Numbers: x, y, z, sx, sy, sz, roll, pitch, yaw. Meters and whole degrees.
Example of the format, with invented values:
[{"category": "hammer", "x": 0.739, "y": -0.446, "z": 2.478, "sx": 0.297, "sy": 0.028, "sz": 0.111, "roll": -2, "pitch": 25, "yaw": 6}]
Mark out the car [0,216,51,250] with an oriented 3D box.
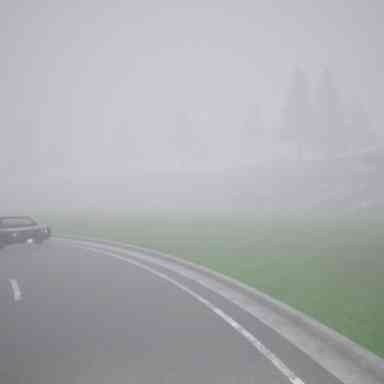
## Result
[{"category": "car", "x": -8.528, "y": 1.764, "z": 15.156, "sx": 4.718, "sy": 1.301, "sz": 1.895, "roll": -1, "pitch": 0, "yaw": 36}]
